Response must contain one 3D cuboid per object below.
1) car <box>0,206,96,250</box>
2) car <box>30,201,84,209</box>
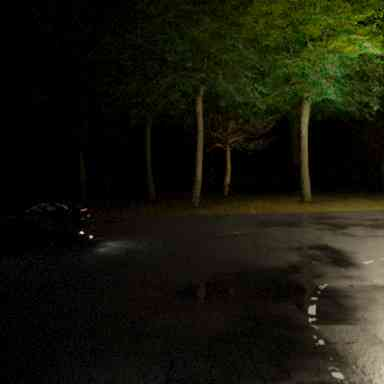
[{"bbox_3d":[-6.779,1.614,13.438,5.357,1.411,2.033,-4,2,-1],"label":"car"},{"bbox_3d":[-8.801,1.356,20.430,4.902,1.511,2.128,-2,3,-1],"label":"car"}]
